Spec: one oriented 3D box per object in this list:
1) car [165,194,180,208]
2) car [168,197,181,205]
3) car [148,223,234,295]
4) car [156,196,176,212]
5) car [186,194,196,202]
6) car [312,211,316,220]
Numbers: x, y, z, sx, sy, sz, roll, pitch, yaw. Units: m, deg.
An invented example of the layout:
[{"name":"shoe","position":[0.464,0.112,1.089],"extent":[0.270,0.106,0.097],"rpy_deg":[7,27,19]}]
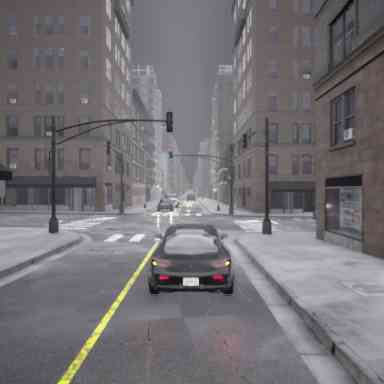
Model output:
[{"name":"car","position":[-3.231,1.309,50.809],"extent":[2.150,2.045,5.566],"rpy_deg":[0,0,0]},{"name":"car","position":[-3.228,1.660,61.388],"extent":[2.033,1.411,5.357],"rpy_deg":[0,0,0]},{"name":"car","position":[-0.011,1.530,8.592],"extent":[1.812,1.442,4.674],"rpy_deg":[0,0,0]},{"name":"car","position":[-3.221,1.570,40.754],"extent":[1.837,1.490,4.892],"rpy_deg":[0,0,-2]},{"name":"car","position":[-0.219,1.385,81.683],"extent":[2.150,2.045,5.566],"rpy_deg":[0,0,0]},{"name":"car","position":[12.285,1.729,26.763],"extent":[5.008,1.535,1.882],"rpy_deg":[1,0,-1]}]
